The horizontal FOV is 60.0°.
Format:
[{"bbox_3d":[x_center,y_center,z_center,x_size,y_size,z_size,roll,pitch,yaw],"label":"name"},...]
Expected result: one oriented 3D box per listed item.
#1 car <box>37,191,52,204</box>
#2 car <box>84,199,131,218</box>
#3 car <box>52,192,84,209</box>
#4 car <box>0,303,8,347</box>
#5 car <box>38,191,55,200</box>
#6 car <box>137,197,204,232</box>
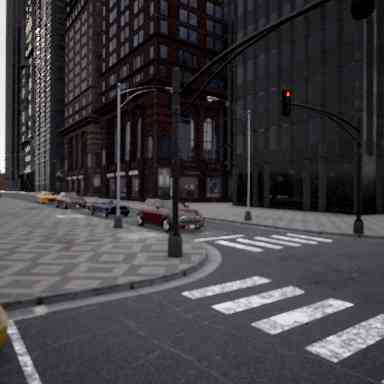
[{"bbox_3d":[-18.491,0.724,42.615,1.882,1.535,5.008,1,1,-35],"label":"car"},{"bbox_3d":[-6.556,1.210,25.975,1.895,1.301,4.718,1,1,-36],"label":"car"},{"bbox_3d":[-12.421,0.779,34.129,2.097,1.767,4.553,0,1,-36],"label":"car"},{"bbox_3d":[-4.636,1.514,3.343,4.829,1.417,1.752,0,0,-35],"label":"car"},{"bbox_3d":[-24.941,0.540,56.962,1.812,1.442,4.674,1,1,-35],"label":"car"},{"bbox_3d":[-1.291,1.129,18.669,2.097,1.767,4.553,0,1,-36],"label":"car"}]
